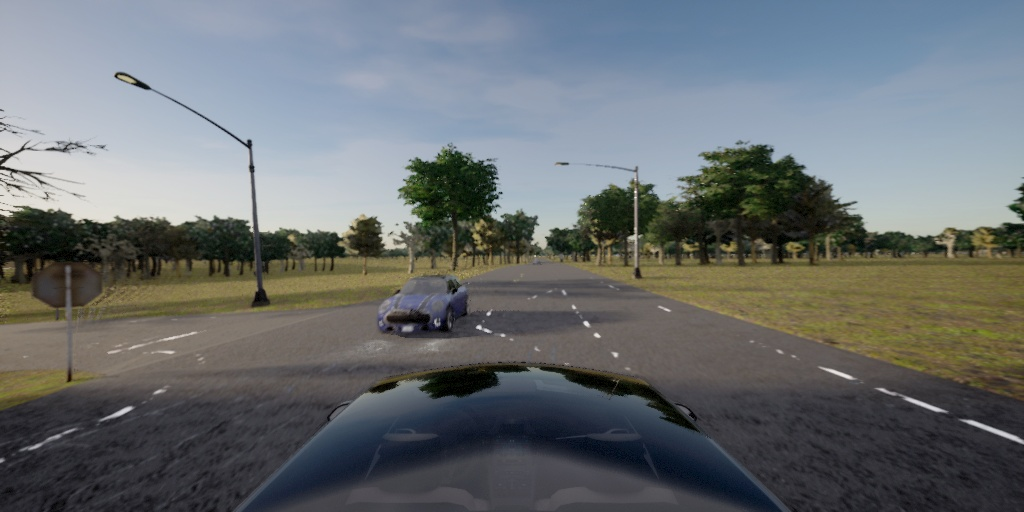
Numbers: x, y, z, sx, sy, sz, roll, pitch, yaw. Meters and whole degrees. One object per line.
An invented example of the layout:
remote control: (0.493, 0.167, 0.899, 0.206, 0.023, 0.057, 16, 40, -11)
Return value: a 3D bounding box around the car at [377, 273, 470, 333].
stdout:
car: (-2.817, 1.460, 12.321, 2.097, 1.767, 4.553, -1, 0, 3)
